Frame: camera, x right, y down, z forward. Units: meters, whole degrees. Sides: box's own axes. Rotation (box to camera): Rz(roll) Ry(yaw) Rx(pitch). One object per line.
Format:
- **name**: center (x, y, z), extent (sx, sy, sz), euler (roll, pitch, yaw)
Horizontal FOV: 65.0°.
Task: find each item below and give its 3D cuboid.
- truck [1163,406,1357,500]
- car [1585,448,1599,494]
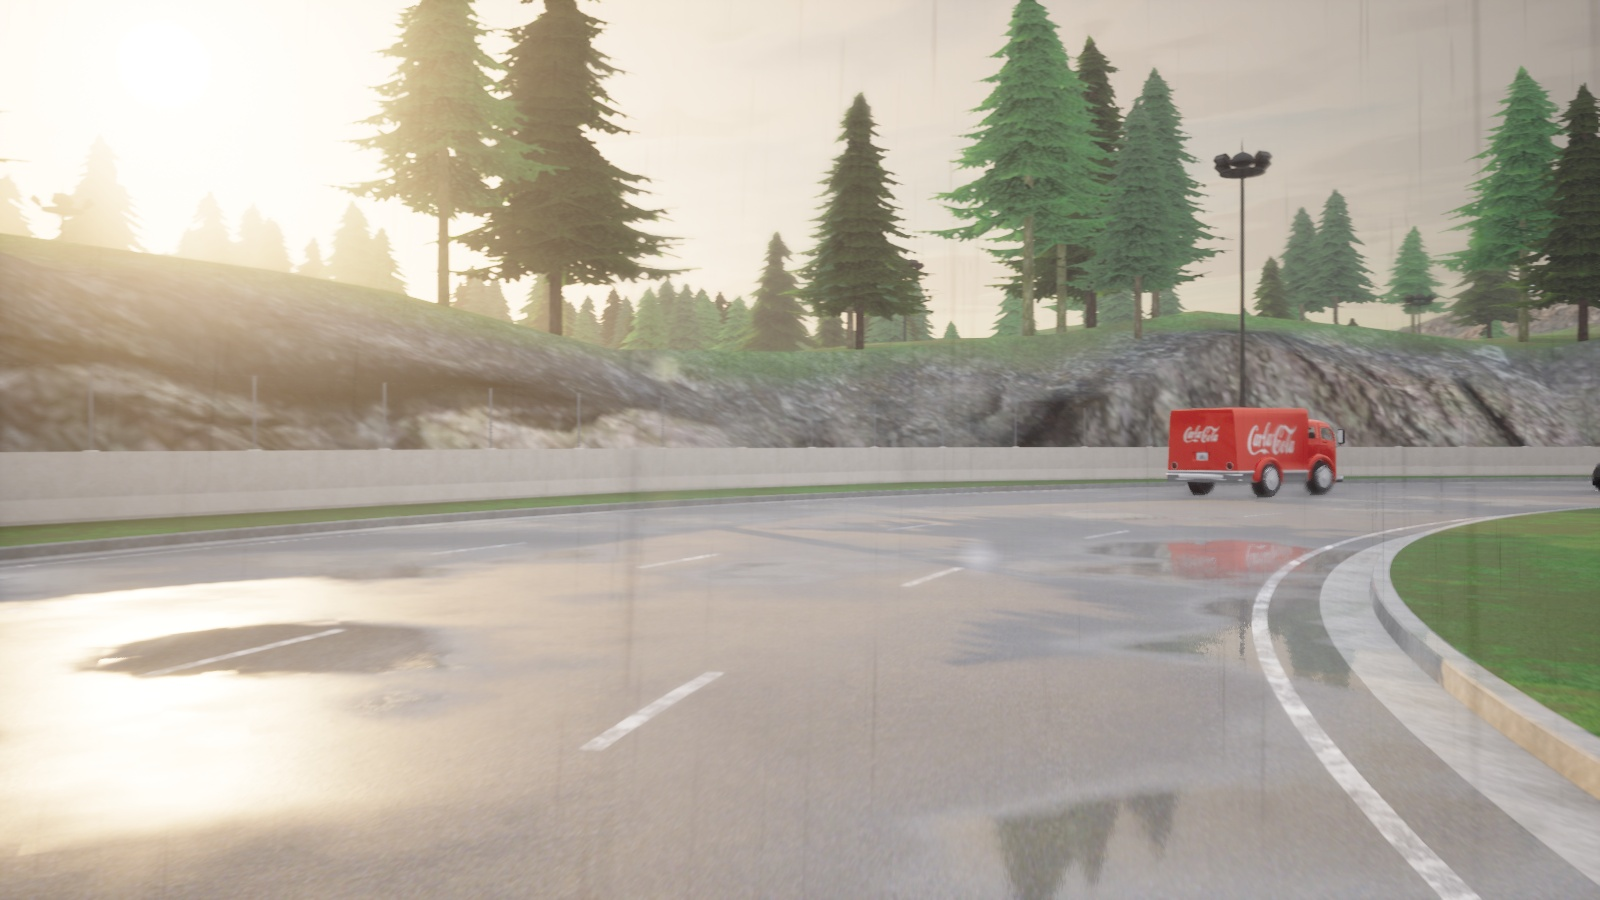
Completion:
- **truck**: center (13.119, 0.083, 35.725), extent (5.204, 2.467, 2.627), euler (0, 0, -34)
- **car**: center (26.272, 0.647, 38.067), extent (4.181, 1.385, 1.994), euler (0, 0, -18)
